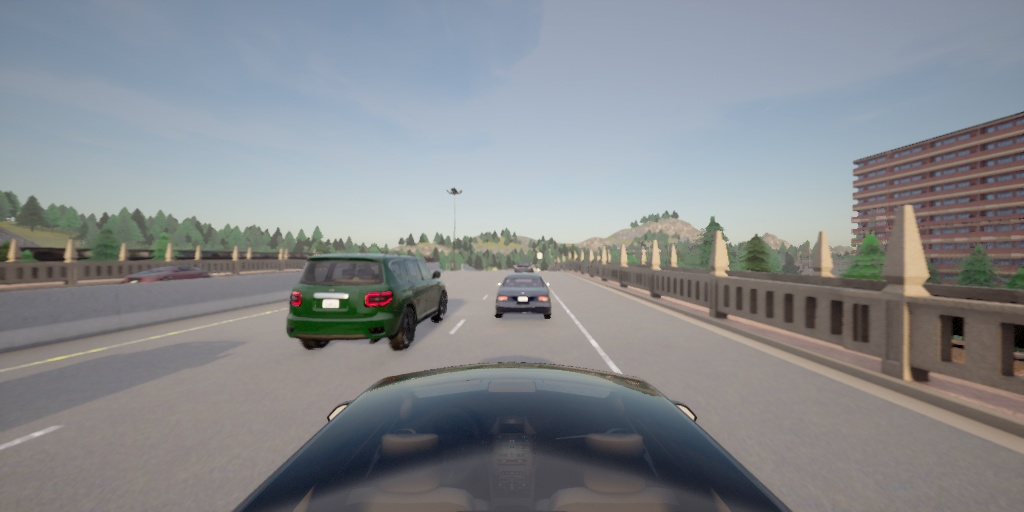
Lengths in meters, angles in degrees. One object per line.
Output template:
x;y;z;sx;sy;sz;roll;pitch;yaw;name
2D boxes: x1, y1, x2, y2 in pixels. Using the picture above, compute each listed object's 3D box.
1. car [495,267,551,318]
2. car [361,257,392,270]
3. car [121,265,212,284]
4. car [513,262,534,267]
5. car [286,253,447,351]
0.405;1.320;13.077;2.033;1.411;5.357;0;0;2;car
-16.218;0.884;43.181;1.837;1.490;4.892;0;0;2;car
-20.485;1.232;21.528;1.994;1.385;4.181;0;0;2;car
1.121;1.306;34.945;2.128;1.511;4.902;0;0;2;car
-3.206;0.966;9.176;2.150;2.045;5.566;0;0;2;car
